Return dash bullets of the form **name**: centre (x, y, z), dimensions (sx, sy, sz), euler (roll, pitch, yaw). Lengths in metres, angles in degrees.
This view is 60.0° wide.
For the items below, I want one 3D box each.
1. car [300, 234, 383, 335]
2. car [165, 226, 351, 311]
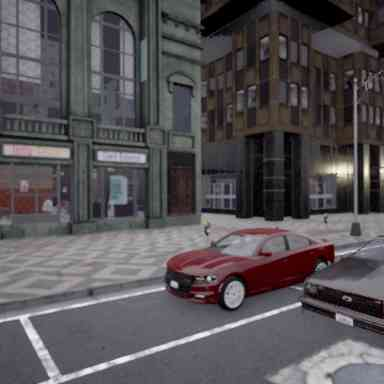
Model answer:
- **car**: centre (4.466, 1.532, 6.564), dimensions (5.357, 1.411, 2.033), euler (0, 0, -35)
- **car**: centre (1.494, 1.532, 7.718), dimensions (4.507, 1.381, 1.887), euler (0, 0, -36)
